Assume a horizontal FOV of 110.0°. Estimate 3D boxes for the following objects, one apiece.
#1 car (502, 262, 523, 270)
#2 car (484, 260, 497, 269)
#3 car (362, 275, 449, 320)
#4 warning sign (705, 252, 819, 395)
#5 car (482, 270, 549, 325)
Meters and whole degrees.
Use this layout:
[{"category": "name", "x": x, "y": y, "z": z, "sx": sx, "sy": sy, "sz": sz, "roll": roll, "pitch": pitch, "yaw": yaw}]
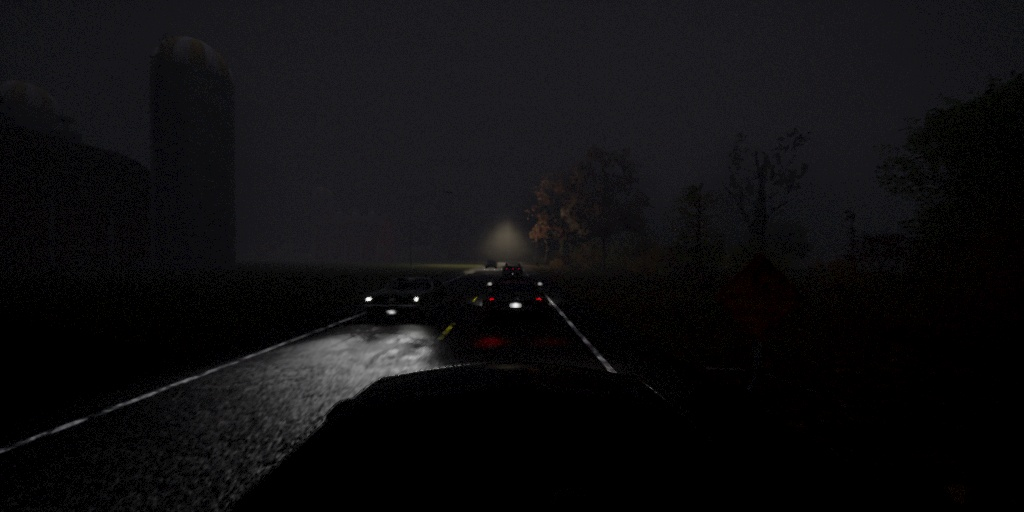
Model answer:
[{"category": "car", "x": 0.074, "y": 1.333, "z": 33.200, "sx": 2.128, "sy": 1.511, "sz": 4.902, "roll": 0, "pitch": 0, "yaw": 0}, {"category": "car", "x": -3.534, "y": 1.418, "z": 60.887, "sx": 1.837, "sy": 1.490, "sz": 4.892, "roll": 0, "pitch": 0, "yaw": 1}, {"category": "car", "x": -3.596, "y": 1.384, "z": 12.944, "sx": 1.895, "sy": 1.301, "sz": 4.718, "roll": 0, "pitch": 0, "yaw": 0}, {"category": "warning sign", "x": 3.550, "y": 0.876, "z": 5.208, "sx": 1.300, "sy": 1.860, "sz": 1.060, "roll": 0, "pitch": 0, "yaw": 0}, {"category": "car", "x": 0.101, "y": 1.343, "z": 11.899, "sx": 1.994, "sy": 1.385, "sz": 4.181, "roll": 0, "pitch": 0, "yaw": 0}]
